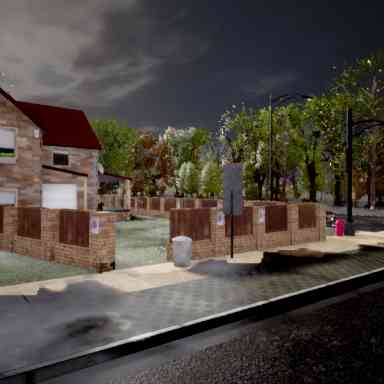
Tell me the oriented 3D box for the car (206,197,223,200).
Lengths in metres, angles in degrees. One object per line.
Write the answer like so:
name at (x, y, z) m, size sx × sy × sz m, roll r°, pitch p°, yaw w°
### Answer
car at (2.582, 1.386, 41.936) m, size 1.837 × 1.490 × 4.892 m, roll 0°, pitch 1°, yaw -36°

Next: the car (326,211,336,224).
car at (7.684, 1.469, 23.349) m, size 1.812 × 1.442 × 4.674 m, roll 0°, pitch 0°, yaw -36°
